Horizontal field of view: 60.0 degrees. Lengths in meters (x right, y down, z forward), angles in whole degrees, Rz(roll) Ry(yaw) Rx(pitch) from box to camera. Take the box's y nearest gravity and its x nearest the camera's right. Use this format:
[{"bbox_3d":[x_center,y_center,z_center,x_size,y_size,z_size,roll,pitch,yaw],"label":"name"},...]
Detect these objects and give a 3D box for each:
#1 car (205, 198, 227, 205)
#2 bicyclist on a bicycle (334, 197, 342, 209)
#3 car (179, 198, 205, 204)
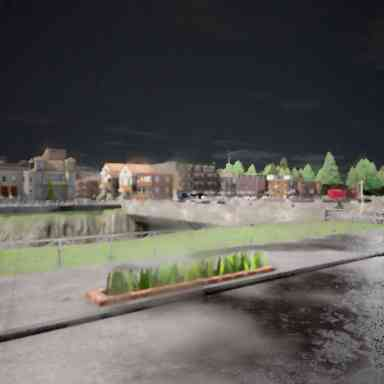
[{"bbox_3d":[3.540,1.698,54.620,1.895,1.301,4.718,0,0,-36],"label":"car"},{"bbox_3d":[18.254,1.458,41.513,1.656,1.620,0.582,0,0,-36],"label":"bicyclist on a bicycle"},{"bbox_3d":[-0.372,1.650,53.087,1.994,1.385,4.181,0,0,-35],"label":"car"}]
